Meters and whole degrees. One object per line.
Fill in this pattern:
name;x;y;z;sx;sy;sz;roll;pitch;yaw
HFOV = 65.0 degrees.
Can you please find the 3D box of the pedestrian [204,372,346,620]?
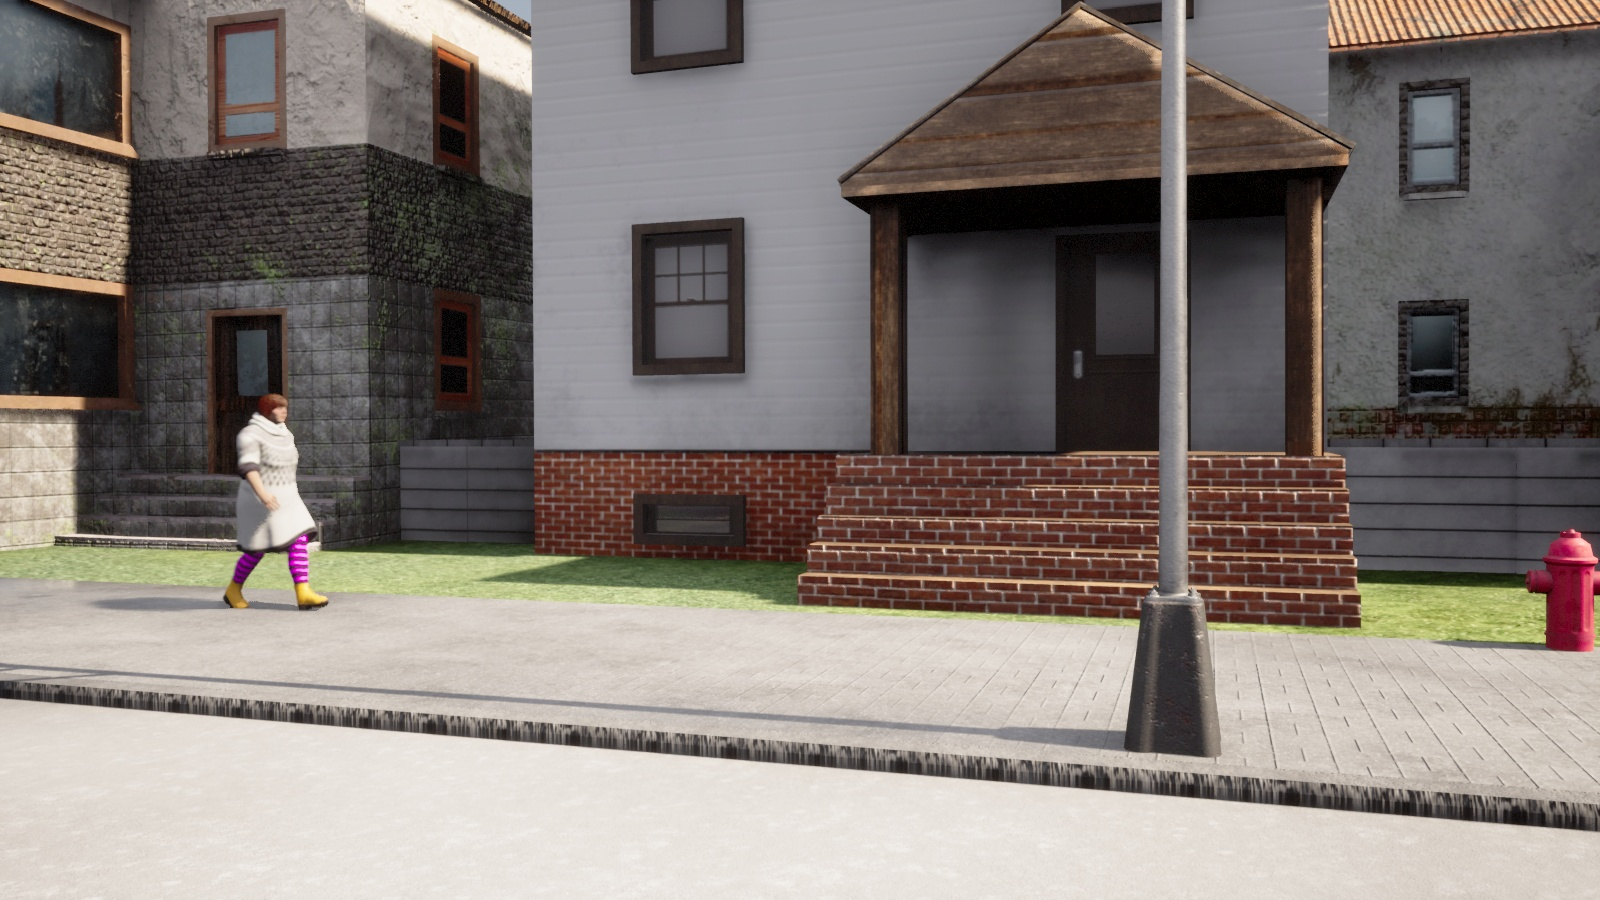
pedestrian;-4.324;0.354;10.364;0.873;1.952;0.659;1;1;23
